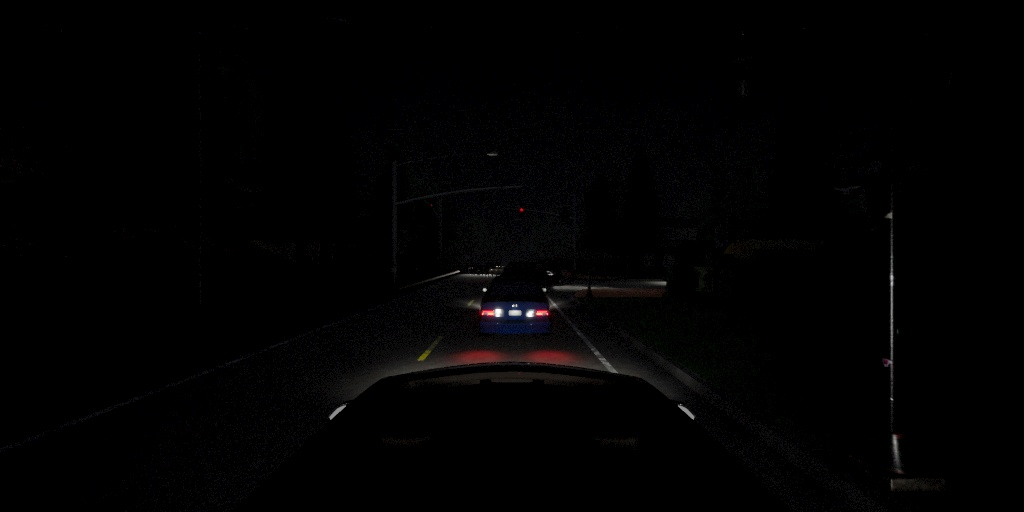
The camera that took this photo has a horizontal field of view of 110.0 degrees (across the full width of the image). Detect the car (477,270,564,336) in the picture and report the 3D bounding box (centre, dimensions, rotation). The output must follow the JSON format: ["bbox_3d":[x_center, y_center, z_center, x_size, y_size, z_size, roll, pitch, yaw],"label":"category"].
[{"bbox_3d":[0.075,1.297,10.393,2.033,1.411,5.357,0,0,0],"label":"car"}]

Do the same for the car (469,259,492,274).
[{"bbox_3d":[-3.622,1.276,41.173,1.812,1.442,4.674,0,0,0],"label":"car"}]

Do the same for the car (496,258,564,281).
[{"bbox_3d":[1.482,1.186,26.149,4.553,1.767,2.097,0,-1,35],"label":"car"}]

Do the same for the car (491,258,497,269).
[{"bbox_3d":[-3.617,1.297,56.757,2.033,1.411,5.357,0,0,0],"label":"car"}]
